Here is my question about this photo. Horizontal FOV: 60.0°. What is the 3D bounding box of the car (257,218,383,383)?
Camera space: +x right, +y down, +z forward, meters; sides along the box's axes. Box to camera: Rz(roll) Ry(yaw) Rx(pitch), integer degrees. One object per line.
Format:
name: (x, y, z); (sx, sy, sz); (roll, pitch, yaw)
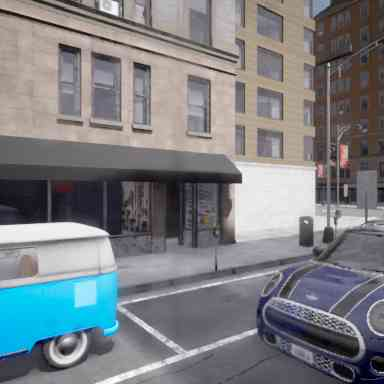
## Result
car: (3.157, 1.351, 5.306); (4.553, 1.767, 2.097); (0, 0, -35)

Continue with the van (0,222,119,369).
van: (-2.923, 1.341, 4.105); (3.998, 1.788, 1.690); (0, 0, -35)

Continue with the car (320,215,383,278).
car: (6.300, 1.550, 10.674); (4.403, 1.369, 2.008); (0, 0, -35)
